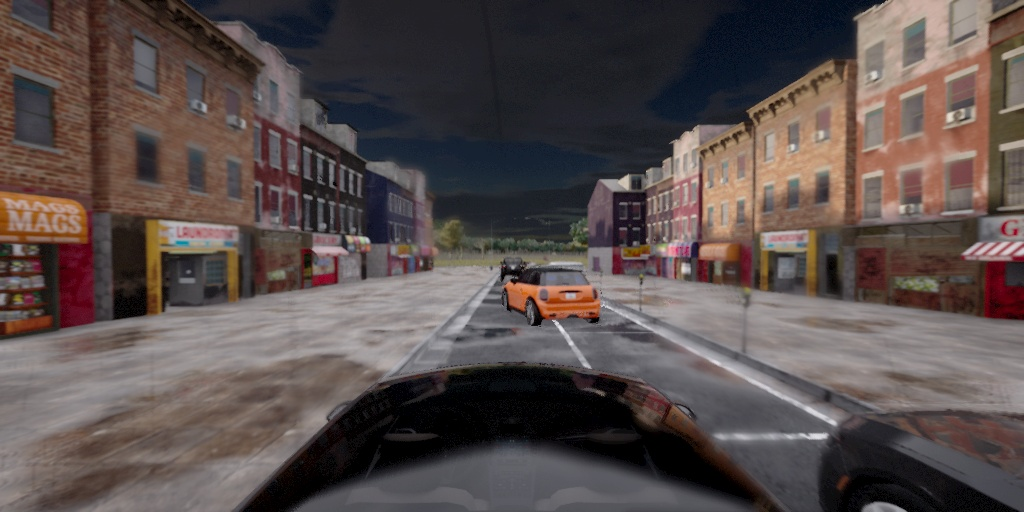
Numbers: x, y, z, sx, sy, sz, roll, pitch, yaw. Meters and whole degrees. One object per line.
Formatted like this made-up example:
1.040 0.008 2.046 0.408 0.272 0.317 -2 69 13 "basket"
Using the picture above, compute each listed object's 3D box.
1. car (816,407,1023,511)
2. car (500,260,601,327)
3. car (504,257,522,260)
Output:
3.021 1.248 0.462 1.837 1.490 4.892 0 0 0 "car"
1.115 1.154 12.134 2.097 1.767 4.553 0 0 -15 "car"
0.090 1.123 32.668 2.150 2.045 5.566 0 -1 0 "car"
